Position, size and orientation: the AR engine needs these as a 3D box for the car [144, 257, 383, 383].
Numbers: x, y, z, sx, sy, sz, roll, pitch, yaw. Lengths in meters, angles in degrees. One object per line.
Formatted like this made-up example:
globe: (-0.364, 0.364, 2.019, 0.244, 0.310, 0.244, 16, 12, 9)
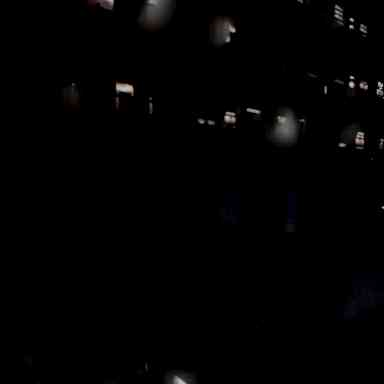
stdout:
car: (1.529, 1.596, 4.160, 4.181, 1.385, 1.994, 1, 0, -35)
